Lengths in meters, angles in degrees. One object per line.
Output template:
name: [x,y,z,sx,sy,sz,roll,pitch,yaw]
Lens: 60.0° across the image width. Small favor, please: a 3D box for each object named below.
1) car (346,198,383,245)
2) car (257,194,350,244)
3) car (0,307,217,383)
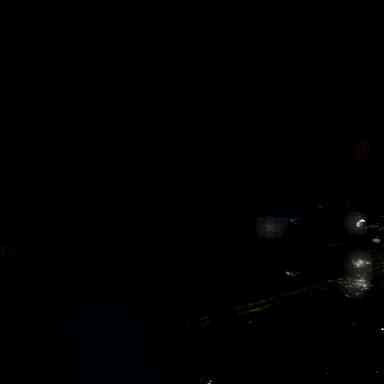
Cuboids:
car: [8.846,1.251,13.987,4.553,1.767,2.097,0,0,-35]
car: [5.533,1.132,15.619,5.566,2.045,2.150,0,0,-36]
car: [-2.052,1.482,1.976,5.008,1.535,1.882,-1,0,-35]
